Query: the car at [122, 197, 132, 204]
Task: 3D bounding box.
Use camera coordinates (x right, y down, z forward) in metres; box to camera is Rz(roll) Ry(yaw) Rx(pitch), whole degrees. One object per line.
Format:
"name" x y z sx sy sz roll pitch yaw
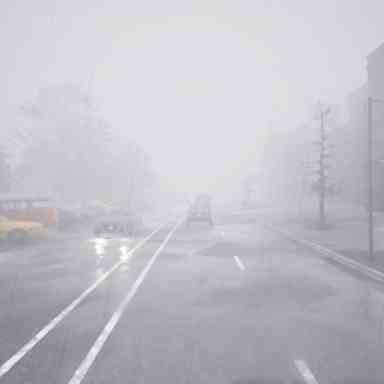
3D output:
"car" -8.707 1.521 32.022 5.008 1.535 2.097 -1 0 -18

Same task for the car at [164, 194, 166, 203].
"car" -7.302 1.508 55.733 4.792 1.488 2.163 -1 0 -16

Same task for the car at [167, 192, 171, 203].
"car" -6.887 1.325 61.645 4.553 1.767 2.185 -1 0 -16

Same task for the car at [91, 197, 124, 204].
"car" -9.020 1.518 28.999 5.366 1.575 1.946 -1 0 -18

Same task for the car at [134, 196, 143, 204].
"car" -8.421 1.560 37.960 4.674 1.452 2.002 -1 0 -17

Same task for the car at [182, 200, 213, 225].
"car" 0.558 1.571 24.298 2.033 1.411 5.357 0 0 2

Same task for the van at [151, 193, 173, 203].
"van" -6.339 1.173 70.473 4.442 1.987 1.878 -1 1 -16

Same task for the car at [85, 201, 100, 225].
"car" -9.038 1.550 23.140 4.674 1.452 2.002 0 -1 -18

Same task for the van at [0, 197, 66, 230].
"van" -9.127 1.272 17.260 4.442 1.987 1.878 -1 0 -19

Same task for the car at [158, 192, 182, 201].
"car" -5.415 1.057 82.305 5.566 2.045 2.435 -1 1 -16

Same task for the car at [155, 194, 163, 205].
"car" -7.516 1.494 49.877 5.366 1.575 1.946 -1 0 -16

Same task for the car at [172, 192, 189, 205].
"car" -1.732 1.190 59.534 2.150 2.045 5.566 0 0 5

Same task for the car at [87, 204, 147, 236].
"car" -3.966 1.577 18.342 1.994 1.385 4.181 0 0 2

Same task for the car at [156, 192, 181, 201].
"car" -5.576 1.079 79.381 5.566 2.045 2.435 -1 0 -16

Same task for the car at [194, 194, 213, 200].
"car" 1.446 1.242 42.815 2.150 2.045 5.566 0 0 3

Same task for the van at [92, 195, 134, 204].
"van" -8.686 1.297 34.952 4.442 1.987 1.878 -1 0 -17

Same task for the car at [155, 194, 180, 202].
"car" -5.639 1.347 76.483 5.366 1.575 1.946 -1 0 -16

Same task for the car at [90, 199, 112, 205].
"car" -8.949 1.555 26.086 4.674 1.452 2.002 -1 0 -18

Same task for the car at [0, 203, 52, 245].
"car" -9.128 1.489 14.311 5.366 1.575 1.946 -1 0 -19

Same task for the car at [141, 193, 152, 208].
"car" -8.051 1.387 43.899 4.553 1.767 2.185 -1 0 -17

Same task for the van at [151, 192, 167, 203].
"van" -7.176 1.241 58.659 4.442 1.987 1.878 -1 0 -16

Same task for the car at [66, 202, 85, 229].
"car" -9.150 1.544 20.188 4.674 1.452 2.002 -1 0 -19

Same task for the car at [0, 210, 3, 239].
"car" -9.362 1.530 11.280 4.674 1.452 2.002 -1 0 -19

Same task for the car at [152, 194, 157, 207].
"car" -7.899 1.508 46.859 4.892 1.521 2.231 -1 0 -16
